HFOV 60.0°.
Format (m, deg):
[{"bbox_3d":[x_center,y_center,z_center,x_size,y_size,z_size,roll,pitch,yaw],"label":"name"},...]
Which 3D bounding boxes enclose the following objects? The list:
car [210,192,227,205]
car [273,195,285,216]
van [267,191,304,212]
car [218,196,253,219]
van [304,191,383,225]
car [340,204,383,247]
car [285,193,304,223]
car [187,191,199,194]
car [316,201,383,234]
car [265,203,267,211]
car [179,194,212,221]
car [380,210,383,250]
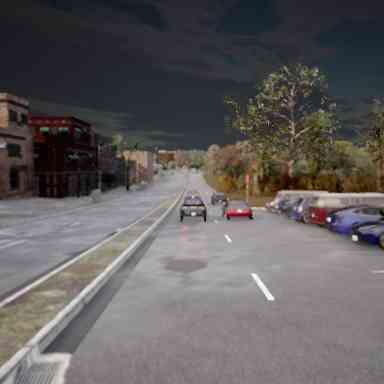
[{"bbox_3d":[3.349,0.764,42.120,1.837,1.490,4.892,0,2,0],"label":"car"},{"bbox_3d":[8.782,1.194,24.022,4.892,1.521,2.231,0,1,0],"label":"car"},{"bbox_3d":[8.671,0.916,26.776,4.442,1.987,1.878,0,1,0],"label":"van"},{"bbox_3d":[3.348,1.253,25.332,1.994,1.385,4.181,0,1,0],"label":"car"},{"bbox_3d":[8.905,1.057,18.507,4.442,1.987,1.878,0,1,0],"label":"van"},{"bbox_3d":[8.758,1.389,13.006,4.792,1.488,2.163,0,1,0],"label":"car"},{"bbox_3d":[8.757,1.113,21.393,4.553,1.767,2.185,0,1,0],"label":"car"},{"bbox_3d":[0.100,0.612,42.055,2.097,1.767,4.553,0,2,0],"label":"car"},{"bbox_3d":[8.818,1.351,15.759,4.792,1.488,2.163,0,1,0],"label":"car"},{"bbox_3d":[8.818,0.957,29.530,4.553,1.767,2.185,0,1,0],"label":"car"},{"bbox_3d":[0.098,1.200,24.314,2.128,1.511,4.902,0,1,0],"label":"car"},{"bbox_3d":[8.791,1.430,10.248,4.674,1.452,2.002,0,1,0],"label":"car"}]
